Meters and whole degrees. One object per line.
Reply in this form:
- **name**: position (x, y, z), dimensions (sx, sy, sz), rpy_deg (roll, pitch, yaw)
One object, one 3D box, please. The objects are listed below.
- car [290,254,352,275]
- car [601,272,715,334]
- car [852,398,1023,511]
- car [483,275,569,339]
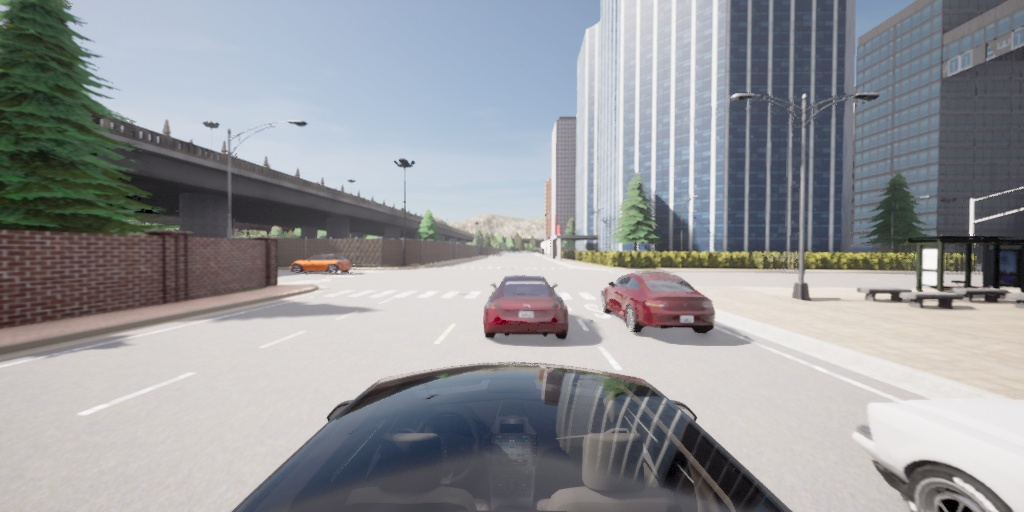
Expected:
- **car**: position (-16.125, 0.610, 30.275), dimensions (4.553, 1.767, 2.097), rpy_deg (0, 1, 4)
- **car**: position (3.826, 1.165, 10.069), dimensions (1.812, 1.442, 4.674), rpy_deg (0, 1, 1)
- **car**: position (3.718, 1.388, 0.733), dimensions (1.895, 1.301, 4.718), rpy_deg (0, 1, 0)
- **car**: position (0.333, 1.189, 9.674), dimensions (1.994, 1.385, 4.181), rpy_deg (0, 1, 1)
